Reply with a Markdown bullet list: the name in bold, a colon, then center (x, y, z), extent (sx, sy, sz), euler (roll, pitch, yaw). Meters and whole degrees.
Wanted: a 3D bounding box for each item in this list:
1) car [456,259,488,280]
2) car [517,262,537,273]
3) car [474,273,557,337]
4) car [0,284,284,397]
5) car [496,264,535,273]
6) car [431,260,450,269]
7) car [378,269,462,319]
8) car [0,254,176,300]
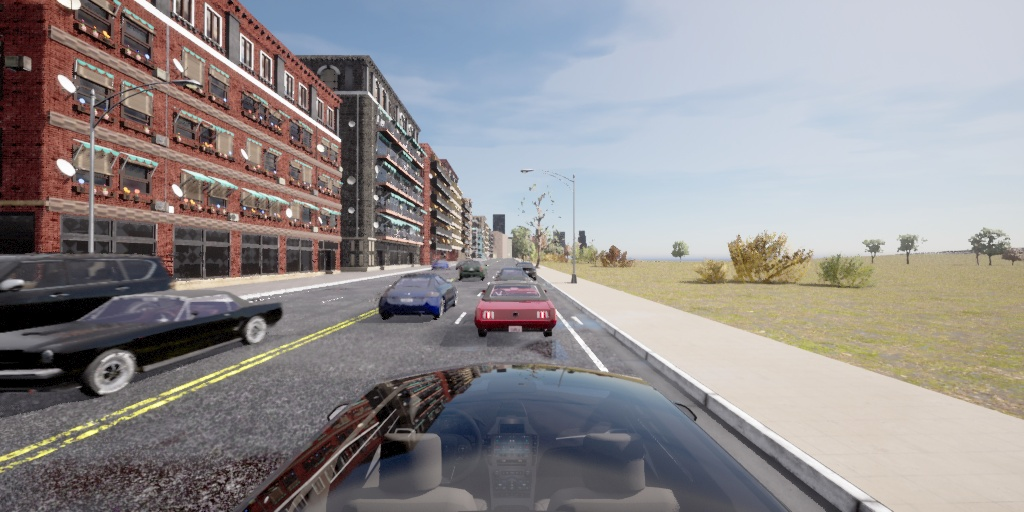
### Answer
- **car**: center (-3.234, 1.105, 30.805), extent (2.097, 1.767, 4.553), euler (0, 0, 0)
- **car**: center (1.048, 1.259, 30.282), extent (1.837, 1.490, 4.892), euler (0, 0, 0)
- **car**: center (0.074, 1.352, 10.258), extent (1.895, 1.301, 4.718), euler (0, 0, 0)
- **car**: center (-6.616, 1.352, 6.685), extent (1.895, 1.301, 4.718), euler (0, 0, 0)
- **car**: center (0.033, 1.317, 20.288), extent (1.994, 1.385, 4.181), euler (0, 0, 0)
- **car**: center (-9.999, 1.278, 50.325), extent (1.812, 1.442, 4.674), euler (0, 0, 0)
- **car**: center (-3.186, 1.315, 12.842), extent (1.994, 1.385, 4.181), euler (0, 0, 0)
- **car**: center (-9.868, 0.972, 7.102), extent (2.150, 2.045, 5.566), euler (0, 0, 0)
